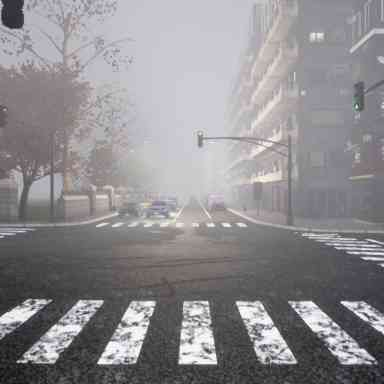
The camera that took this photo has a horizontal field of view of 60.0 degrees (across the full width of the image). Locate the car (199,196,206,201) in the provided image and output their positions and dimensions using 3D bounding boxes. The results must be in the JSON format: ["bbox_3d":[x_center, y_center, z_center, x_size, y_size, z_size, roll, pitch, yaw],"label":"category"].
[{"bbox_3d":[2.998,1.699,92.832,1.802,1.307,4.206,0,0,0],"label":"car"}]

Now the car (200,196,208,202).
[{"bbox_3d":[2.961,1.634,81.572,1.887,1.381,4.507,0,0,0],"label":"car"}]

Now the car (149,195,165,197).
[{"bbox_3d":[-5.529,1.346,47.819,2.192,1.841,5.009,0,0,0],"label":"car"}]

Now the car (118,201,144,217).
[{"bbox_3d":[-5.585,1.579,30.928,1.947,1.339,4.313,0,0,0],"label":"car"}]

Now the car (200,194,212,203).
[{"bbox_3d":[2.925,1.382,70.312,2.192,1.841,5.009,0,0,0],"label":"car"}]

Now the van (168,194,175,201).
[{"bbox_3d":[-5.400,1.444,87.229,1.690,1.788,3.998,0,0,0],"label":"van"}]

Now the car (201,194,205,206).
[{"bbox_3d":[2.869,1.479,53.422,1.967,1.590,4.097,0,0,0],"label":"car"}]

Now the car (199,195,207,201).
[{"bbox_3d":[2.980,1.543,87.201,1.967,1.590,4.097,0,0,0],"label":"car"}]

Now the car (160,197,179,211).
[{"bbox_3d":[-2.960,1.623,40.245,1.895,1.301,4.718,0,0,0],"label":"car"}]

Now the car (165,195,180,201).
[{"bbox_3d":[-2.910,1.540,50.436,1.837,1.490,4.892,0,0,0],"label":"car"}]

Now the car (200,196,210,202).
[{"bbox_3d":[2.943,1.628,75.942,2.008,1.369,4.403,0,0,0],"label":"car"}]

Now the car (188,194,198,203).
[{"bbox_3d":[0.246,1.424,71.423,2.097,1.767,4.553,0,0,0],"label":"car"}]

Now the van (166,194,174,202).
[{"bbox_3d":[-5.419,1.431,81.600,1.690,1.788,3.998,0,0,0],"label":"van"}]

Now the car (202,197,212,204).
[{"bbox_3d":[2.906,1.602,64.681,1.887,1.381,4.507,0,0,0],"label":"car"}]

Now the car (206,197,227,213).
[{"bbox_3d":[2.813,1.563,36.530,1.887,1.381,4.507,0,0,0],"label":"car"}]

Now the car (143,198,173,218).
[{"bbox_3d":[-2.993,1.539,30.321,1.812,1.442,4.674,0,0,0],"label":"car"}]

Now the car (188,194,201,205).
[{"bbox_3d":[0.303,1.577,61.343,1.812,1.442,4.674,0,0,0],"label":"car"}]

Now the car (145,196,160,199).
[{"bbox_3d":[-5.548,1.549,42.019,1.752,1.417,4.829,0,0,0],"label":"car"}]

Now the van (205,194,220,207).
[{"bbox_3d":[2.833,1.365,42.161,1.690,1.788,3.998,0,0,0],"label":"van"}]
